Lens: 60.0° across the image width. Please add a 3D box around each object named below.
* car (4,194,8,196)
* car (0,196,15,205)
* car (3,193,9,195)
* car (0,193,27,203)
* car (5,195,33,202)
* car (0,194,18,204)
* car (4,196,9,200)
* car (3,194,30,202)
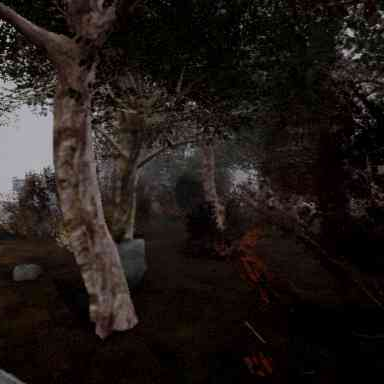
[{"bbox_3d":[-31.571,1.488,51.202,4.674,1.452,2.002,0,0,-16],"label":"car"},{"bbox_3d":[-33.313,1.431,56.581,5.366,1.575,1.946,0,0,-16],"label":"car"},{"bbox_3d":[-32.173,1.439,53.969,5.366,1.575,1.946,0,0,-16],"label":"car"},{"bbox_3d":[-35.455,1.165,64.785,5.566,2.045,2.435,0,0,-16],"label":"car"},{"bbox_3d":[-37.838,1.396,72.921,5.008,1.535,2.097,0,0,-16],"label":"car"},{"bbox_3d":[-33.887,1.303,59.356,4.553,1.767,2.185,0,0,-16],"label":"car"},{"bbox_3d":[-19.426,1.522,37.051,1.882,1.535,5.008,0,0,-16],"label":"car"},{"bbox_3d":[-37.019,1.278,70.216,4.553,1.767,2.185,0,0,-16],"label":"car"}]
